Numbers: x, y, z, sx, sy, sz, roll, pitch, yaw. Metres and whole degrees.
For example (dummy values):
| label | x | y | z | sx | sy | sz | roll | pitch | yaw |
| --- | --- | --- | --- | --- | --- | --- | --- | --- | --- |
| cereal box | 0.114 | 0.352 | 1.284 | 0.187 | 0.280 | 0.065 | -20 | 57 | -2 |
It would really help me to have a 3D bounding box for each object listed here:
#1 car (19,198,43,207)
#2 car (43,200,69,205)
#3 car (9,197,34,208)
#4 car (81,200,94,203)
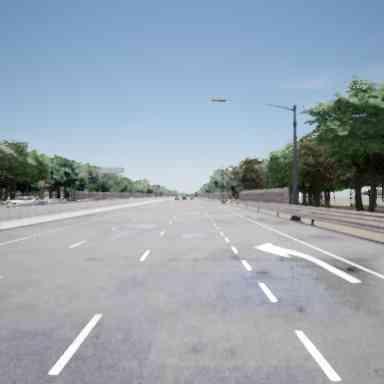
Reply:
| label | x | y | z | sx | sy | sz | roll | pitch | yaw |
| --- | --- | --- | --- | --- | --- | --- | --- | --- | --- |
| car | -24.531 | 2.080 | 52.654 | 2.033 | 1.411 | 5.357 | 0 | -1 | 1 |
| car | -21.047 | 2.024 | 52.659 | 2.128 | 1.511 | 4.902 | 0 | -1 | 1 |
| car | -28.022 | 1.782 | 55.207 | 2.150 | 2.045 | 5.566 | 0 | -1 | 1 |
| car | -17.537 | 2.092 | 56.113 | 1.812 | 1.442 | 4.674 | 0 | -1 | 1 |
